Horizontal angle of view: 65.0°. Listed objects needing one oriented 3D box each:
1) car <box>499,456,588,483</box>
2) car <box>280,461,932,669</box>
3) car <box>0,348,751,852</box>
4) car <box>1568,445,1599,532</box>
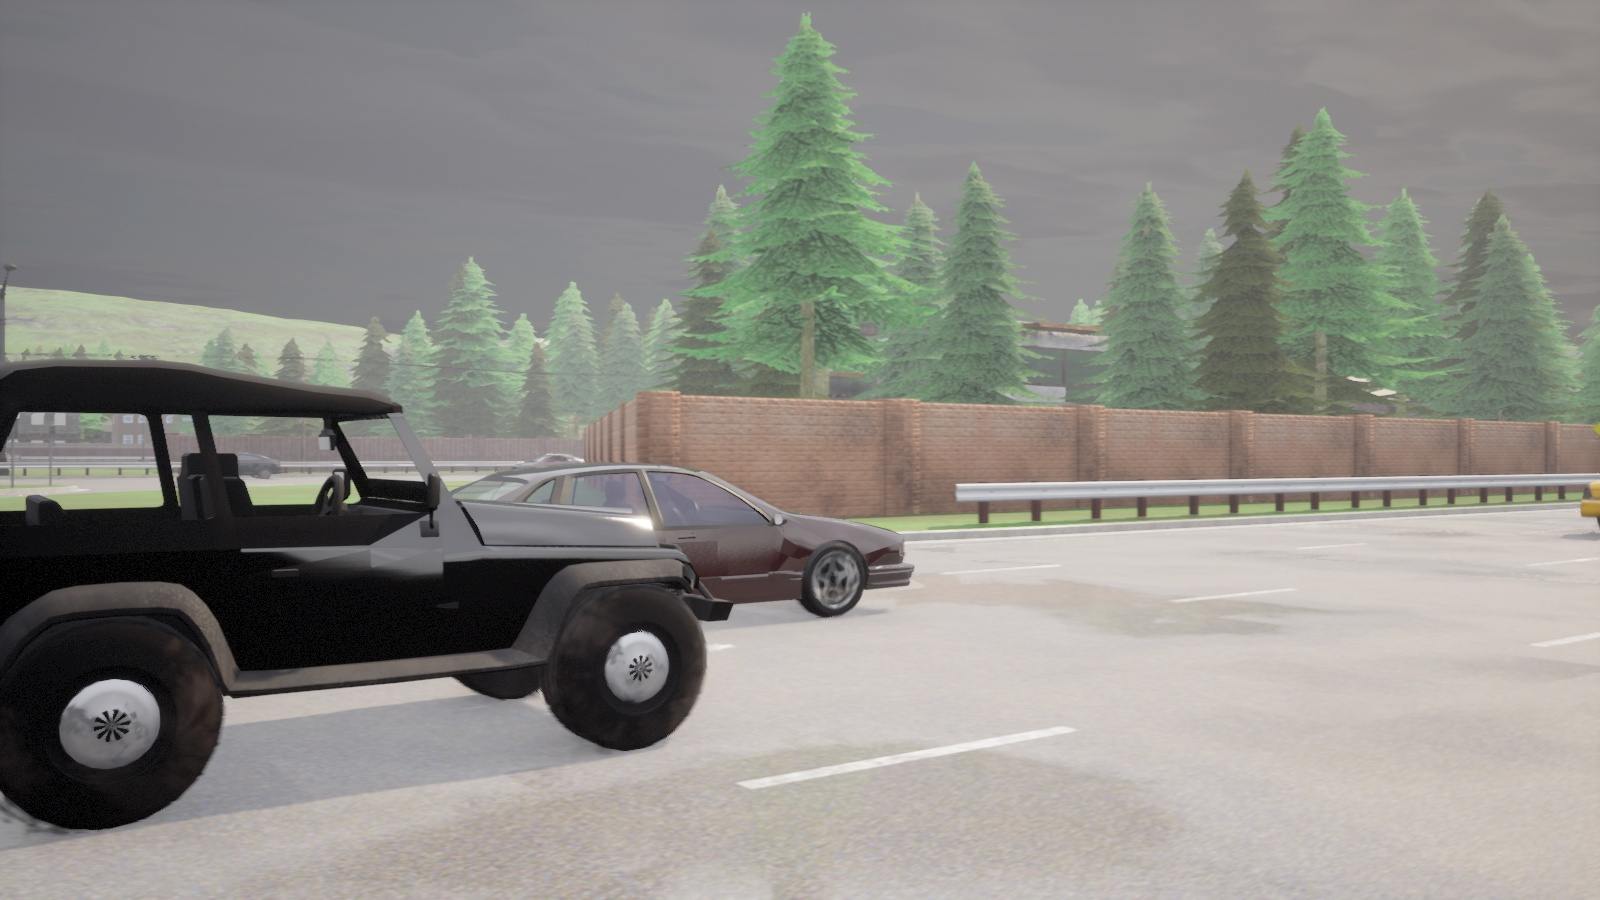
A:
[{"bbox_3d":[-13.427,0.998,65.863,4.181,1.385,1.994,0,0,-42],"label":"car"},{"bbox_3d":[-1.535,0.823,11.119,5.357,1.411,2.033,0,0,-35],"label":"car"},{"bbox_3d":[-2.389,0.561,6.261,3.866,1.878,1.905,0,0,-35],"label":"car"},{"bbox_3d":[16.879,0.705,23.933,5.366,1.575,1.801,0,0,-35],"label":"car"}]
